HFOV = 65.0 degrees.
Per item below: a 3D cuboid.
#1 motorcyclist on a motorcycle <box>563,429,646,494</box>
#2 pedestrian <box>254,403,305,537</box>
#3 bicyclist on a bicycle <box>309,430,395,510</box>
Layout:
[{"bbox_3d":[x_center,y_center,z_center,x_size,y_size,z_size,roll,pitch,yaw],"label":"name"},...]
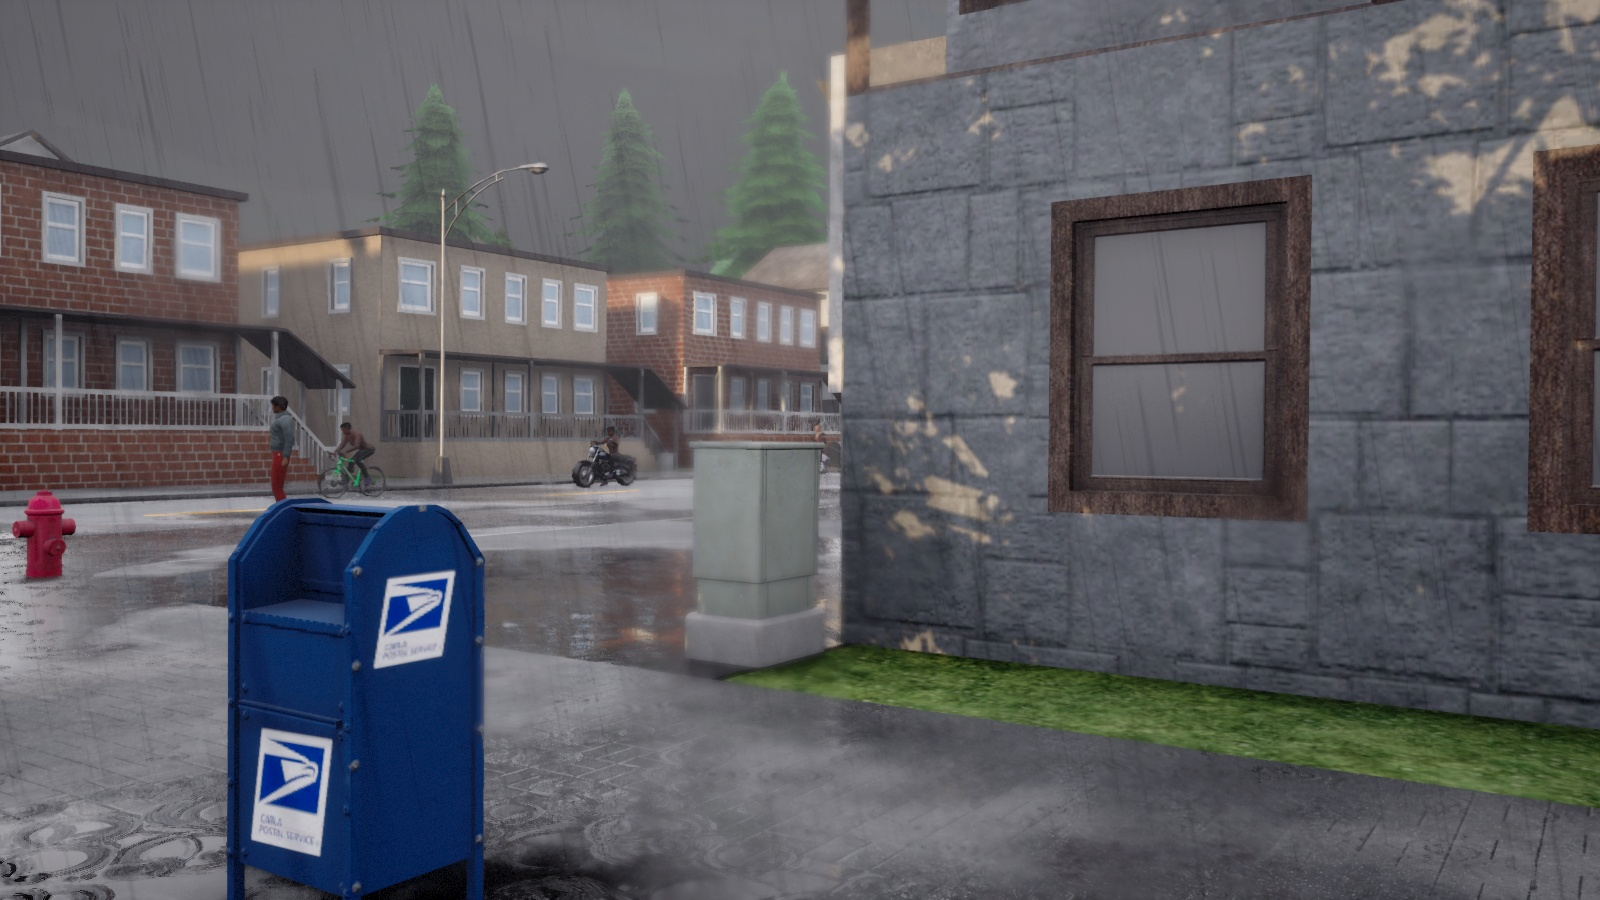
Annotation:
[{"bbox_3d":[-5.137,0.275,33.209,0.766,1.649,2.350,0,1,33],"label":"motorcyclist on a motorcycle"},{"bbox_3d":[-7.312,0.267,17.629,0.614,1.847,0.353,-1,1,-26],"label":"pedestrian"},{"bbox_3d":[-9.468,0.407,26.575,0.582,1.620,1.656,0,1,34],"label":"bicyclist on a bicycle"}]
